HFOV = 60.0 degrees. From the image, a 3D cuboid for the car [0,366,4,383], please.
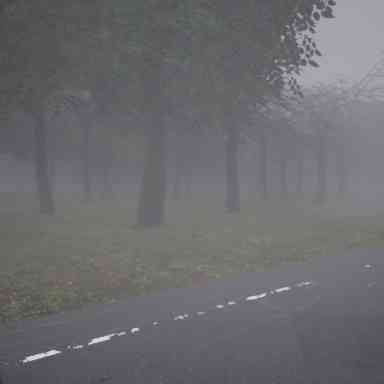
[{"bbox_3d":[-3.616,1.523,1.414,4.892,1.490,1.837,-1,0,-35],"label":"car"}]
